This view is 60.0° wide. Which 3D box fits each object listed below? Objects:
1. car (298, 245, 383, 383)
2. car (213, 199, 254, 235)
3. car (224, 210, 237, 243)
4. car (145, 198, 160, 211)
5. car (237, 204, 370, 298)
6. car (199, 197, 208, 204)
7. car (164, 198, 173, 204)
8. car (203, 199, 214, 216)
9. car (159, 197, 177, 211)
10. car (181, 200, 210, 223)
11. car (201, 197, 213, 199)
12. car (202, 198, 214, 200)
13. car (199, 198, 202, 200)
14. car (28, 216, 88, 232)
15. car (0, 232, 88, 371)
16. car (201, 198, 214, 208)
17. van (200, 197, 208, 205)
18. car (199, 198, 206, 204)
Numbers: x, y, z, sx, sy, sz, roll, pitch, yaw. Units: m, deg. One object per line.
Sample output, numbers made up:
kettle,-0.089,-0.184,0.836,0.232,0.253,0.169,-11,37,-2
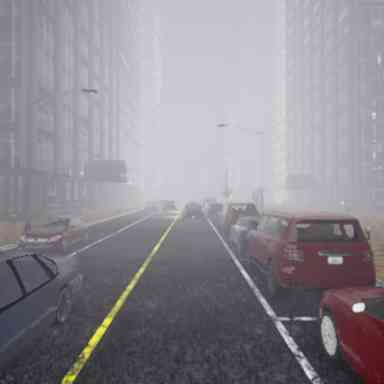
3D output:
car,2.695,1.571,3.105,1.887,1.381,4.507,0,0,0
car,2.697,1.477,19.725,2.192,1.841,5.009,0,0,0
car,2.696,1.683,14.184,1.947,1.339,4.313,0,0,0
car,-5.684,1.968,47.418,1.802,1.307,4.206,0,0,0
car,2.696,1.387,8.647,2.192,1.841,5.009,0,0,0
car,2.697,2.092,80.654,1.967,1.590,4.097,0,0,0
car,-5.683,2.197,80.653,1.887,1.381,4.507,0,0,0
car,2.363,1.745,32.744,1.882,1.535,5.008,0,0,0
car,-3.073,1.856,46.448,1.882,1.535,5.008,0,-1,0
car,0.101,1.716,27.677,2.128,1.511,4.902,0,-1,0
car,2.698,1.745,52.959,2.192,1.841,5.009,0,0,0
car,2.696,1.952,47.418,1.947,1.339,4.313,0,0,0
car,0.103,1.898,45.692,1.812,1.442,4.674,0,-1,0
car,-5.685,1.699,14.183,1.802,1.307,4.206,0,0,0
car,-3.098,1.585,4.432,2.033,1.411,5.357,0,-1,0
car,2.697,1.915,58.497,1.967,1.590,4.097,0,0,0
van,2.698,1.949,75.115,1.690,1.788,3.998,0,0,0
car,2.697,2.223,86.362,1.752,1.417,4.829,0,0,0
